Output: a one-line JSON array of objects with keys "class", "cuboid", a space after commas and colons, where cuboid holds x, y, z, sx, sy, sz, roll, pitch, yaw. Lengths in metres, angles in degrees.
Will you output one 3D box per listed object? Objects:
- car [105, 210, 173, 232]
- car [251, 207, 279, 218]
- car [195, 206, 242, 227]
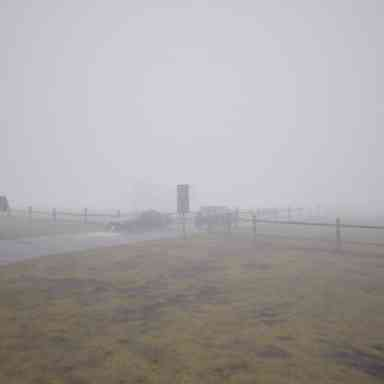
[{"class": "car", "cuboid": [-3.577, 1.997, 23.625, 2.033, 1.411, 5.357, -1, -2, 35]}, {"class": "car", "cuboid": [9.053, 2.528, 41.392, 1.895, 1.301, 4.718, -1, -2, 36]}, {"class": "car", "cuboid": [2.199, 1.869, 26.696, 2.097, 1.767, 4.553, -1, -2, 35]}]
